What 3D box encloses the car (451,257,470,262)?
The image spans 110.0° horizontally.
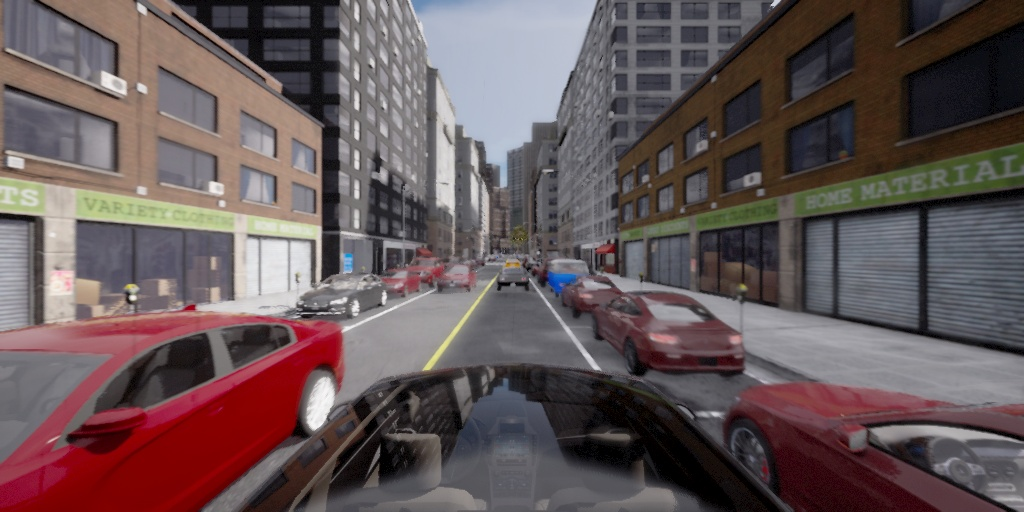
[{"bbox_3d":[-5.765,1.009,34.893,2.192,1.841,5.009,0,0,0],"label":"car"}]

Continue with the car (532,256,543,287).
[{"bbox_3d":[2.761,1.032,23.784,2.192,1.841,5.009,0,0,0],"label":"car"}]

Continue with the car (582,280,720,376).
[{"bbox_3d":[2.763,1.331,7.124,1.802,1.307,4.207,0,0,0],"label":"car"}]

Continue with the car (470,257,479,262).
[{"bbox_3d":[-5.767,1.211,46.001,1.888,1.381,4.507,0,0,0],"label":"car"}]

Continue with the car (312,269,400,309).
[{"bbox_3d":[-5.763,1.292,12.684,2.007,1.370,4.403,0,0,0],"label":"car"}]

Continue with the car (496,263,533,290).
[{"bbox_3d":[0.072,1.322,22.122,1.895,1.301,4.718,0,0,0],"label":"car"}]

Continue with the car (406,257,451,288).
[{"bbox_3d":[-5.764,1.033,23.788,2.192,1.841,5.009,0,0,0],"label":"car"}]

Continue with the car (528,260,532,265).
[{"bbox_3d":[2.760,1.276,34.888,1.802,1.307,4.207,0,0,0],"label":"car"}]

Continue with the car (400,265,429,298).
[{"bbox_3d":[-5.764,1.312,18.236,1.802,1.307,4.207,0,0,0],"label":"car"}]

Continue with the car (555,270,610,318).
[{"bbox_3d":[2.762,1.323,12.681,1.802,1.307,4.207,0,0,0],"label":"car"}]

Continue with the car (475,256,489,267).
[{"bbox_3d":[-5.768,0.911,62.659,2.192,1.841,5.009,0,0,0],"label":"car"}]

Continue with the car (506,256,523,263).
[{"bbox_3d":[0.095,1.137,47.729,1.882,1.535,5.008,0,0,0],"label":"car"}]

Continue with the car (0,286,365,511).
[{"bbox_3d":[-3.091,1.227,2.614,1.882,1.535,5.008,0,0,0],"label":"car"}]

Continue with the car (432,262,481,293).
[{"bbox_3d":[-3.077,1.250,20.868,1.812,1.442,4.674,0,0,0],"label":"car"}]

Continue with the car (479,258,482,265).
[{"bbox_3d":[-5.767,1.227,51.552,1.802,1.307,4.207,0,0,0],"label":"car"}]

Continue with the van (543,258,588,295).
[{"bbox_3d":[2.761,1.070,18.232,1.690,1.789,3.998,0,0,0],"label":"van"}]

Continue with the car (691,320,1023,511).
[{"bbox_3d":[2.763,1.331,1.572,1.802,1.307,4.207,0,0,0],"label":"car"}]

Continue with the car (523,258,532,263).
[{"bbox_3d":[2.759,1.231,45.994,1.948,1.339,4.313,0,0,0],"label":"car"}]
